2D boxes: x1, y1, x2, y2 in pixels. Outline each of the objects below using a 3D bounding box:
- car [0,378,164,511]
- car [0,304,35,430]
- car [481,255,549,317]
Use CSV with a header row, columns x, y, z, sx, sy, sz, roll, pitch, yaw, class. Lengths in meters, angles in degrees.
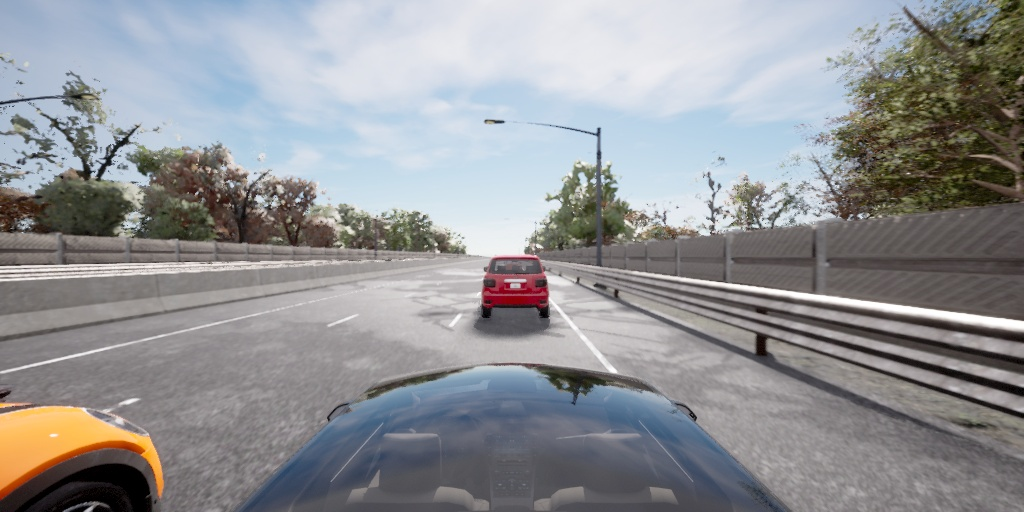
x,y,z,sx,sy,sz,roll,pitch,yaw,class
-3.399,1.101,0.496,2.097,1.767,4.553,0,0,0,car
-6.900,1.298,1.748,2.033,1.411,5.357,0,0,0,car
0.101,0.974,13.277,2.150,2.045,5.566,0,0,0,car
